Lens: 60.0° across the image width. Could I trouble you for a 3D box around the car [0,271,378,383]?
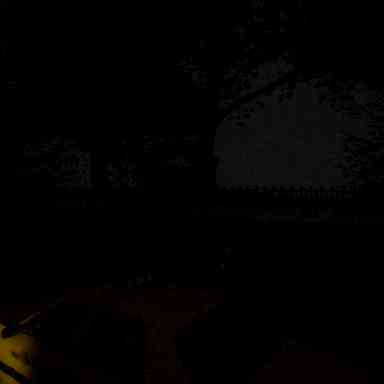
[{"bbox_3d":[-0.759,1.506,3.438,4.829,1.417,1.752,1,0,35],"label":"car"}]
